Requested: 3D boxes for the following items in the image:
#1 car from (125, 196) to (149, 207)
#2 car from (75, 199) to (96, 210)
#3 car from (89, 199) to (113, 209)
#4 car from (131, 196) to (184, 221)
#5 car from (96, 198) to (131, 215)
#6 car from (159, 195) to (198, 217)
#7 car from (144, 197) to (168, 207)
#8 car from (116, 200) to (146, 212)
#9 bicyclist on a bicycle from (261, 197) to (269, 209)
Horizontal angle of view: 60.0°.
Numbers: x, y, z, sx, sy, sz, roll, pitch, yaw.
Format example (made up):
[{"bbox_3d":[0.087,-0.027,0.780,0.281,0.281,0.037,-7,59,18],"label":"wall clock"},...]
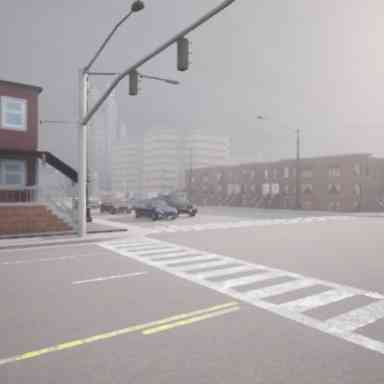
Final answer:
[{"bbox_3d":[-9.114,1.522,55.225,2.097,1.767,4.553,0,0,-36],"label":"car"},{"bbox_3d":[-14.190,1.588,44.127,2.128,1.511,4.902,0,0,-35],"label":"car"},{"bbox_3d":[-13.481,1.722,49.183,1.895,1.301,4.718,0,0,-35],"label":"car"},{"bbox_3d":[-3.069,1.449,28.520,2.097,1.767,4.553,0,0,-36],"label":"car"},{"bbox_3d":[-8.158,1.449,35.654,2.097,1.767,4.553,0,0,-36],"label":"car"},{"bbox_3d":[-1.722,1.342,32.655,2.150,2.045,5.566,0,0,-36],"label":"car"},{"bbox_3d":[-6.285,1.699,57.282,1.837,1.490,4.892,0,0,-36],"label":"car"},{"bbox_3d":[-7.528,1.685,40.809,1.994,1.385,4.181,0,0,-35],"label":"car"},{"bbox_3d":[9.813,1.535,44.864,1.656,1.620,0.582,0,0,-36],"label":"bicyclist on a bicycle"}]
